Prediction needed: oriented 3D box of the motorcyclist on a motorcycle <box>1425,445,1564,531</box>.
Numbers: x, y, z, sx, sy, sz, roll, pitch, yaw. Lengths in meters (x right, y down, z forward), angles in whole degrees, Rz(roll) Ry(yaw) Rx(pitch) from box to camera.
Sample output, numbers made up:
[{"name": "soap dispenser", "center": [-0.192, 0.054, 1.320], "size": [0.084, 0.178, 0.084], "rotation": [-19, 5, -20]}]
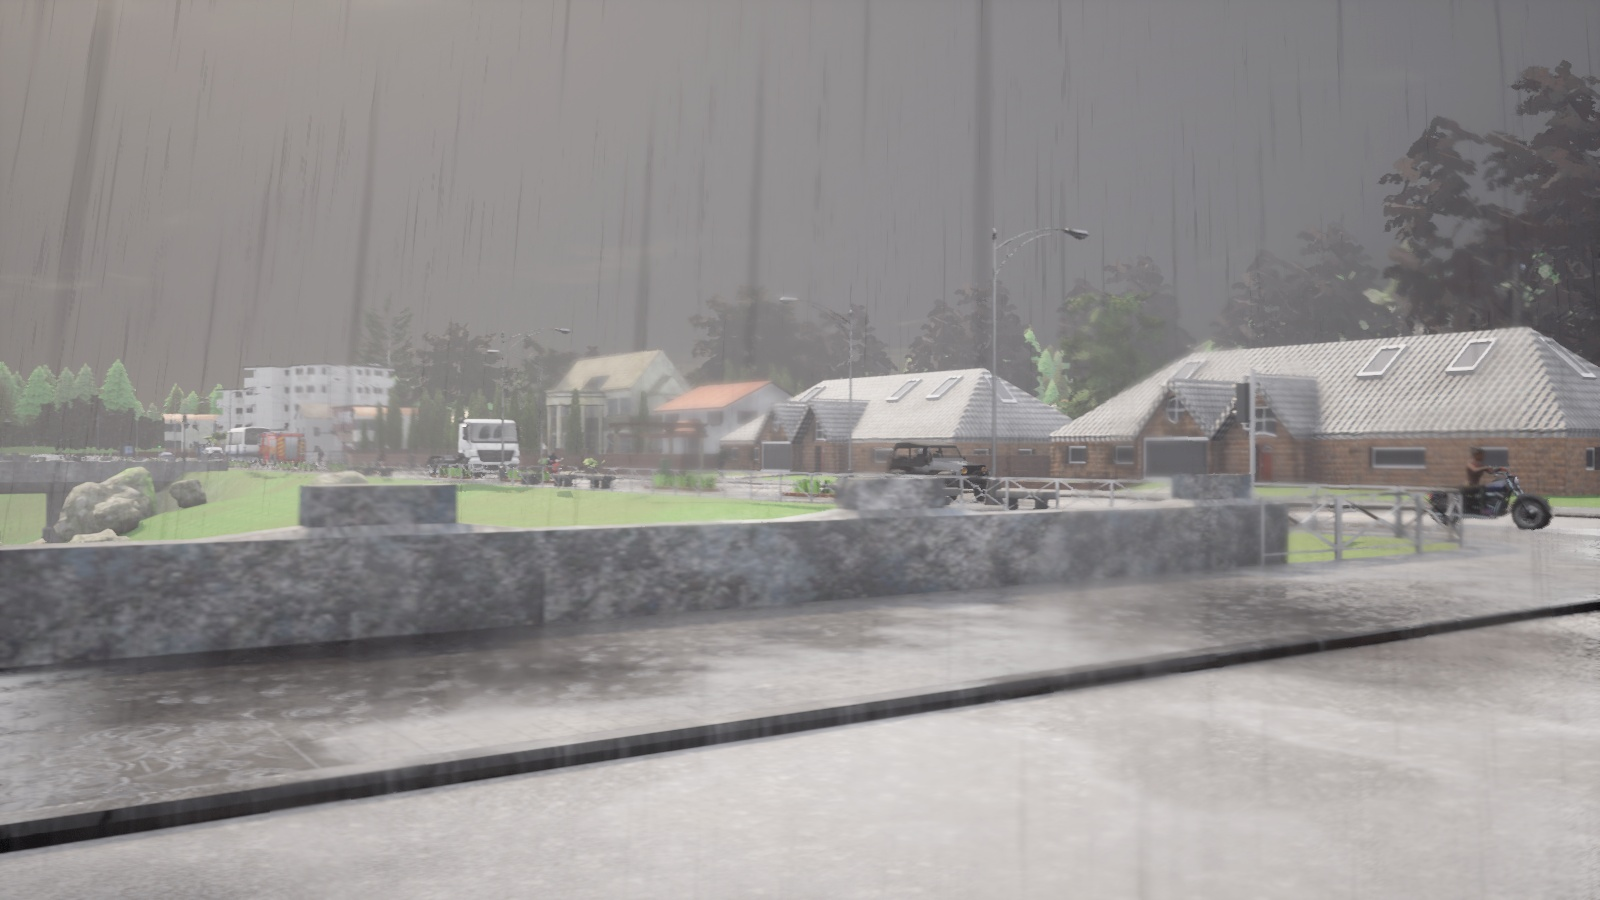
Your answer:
[{"name": "motorcyclist on a motorcycle", "center": [13.901, 0.728, 25.224], "size": [0.766, 1.649, 2.350], "rotation": [0, 0, -35]}]

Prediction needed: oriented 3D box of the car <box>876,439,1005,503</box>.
[{"name": "car", "center": [4.307, 0.627, 39.006], "size": [1.905, 1.878, 3.866], "rotation": [0, 0, -35]}]

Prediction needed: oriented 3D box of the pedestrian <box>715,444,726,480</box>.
[{"name": "pedestrian", "center": [-4.163, 0.626, 66.114], "size": [0.353, 1.847, 0.614], "rotation": [0, 0, -28]}]

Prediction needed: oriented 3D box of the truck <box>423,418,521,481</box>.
[{"name": "truck", "center": [-19.060, -0.019, 72.574], "size": [2.891, 3.462, 7.936], "rotation": [0, 0, -35]}]
